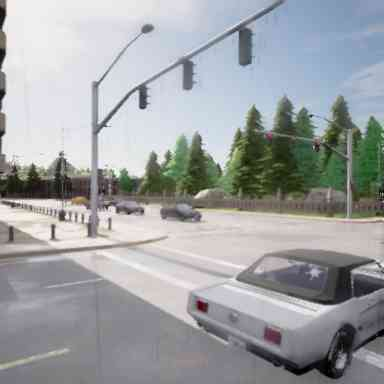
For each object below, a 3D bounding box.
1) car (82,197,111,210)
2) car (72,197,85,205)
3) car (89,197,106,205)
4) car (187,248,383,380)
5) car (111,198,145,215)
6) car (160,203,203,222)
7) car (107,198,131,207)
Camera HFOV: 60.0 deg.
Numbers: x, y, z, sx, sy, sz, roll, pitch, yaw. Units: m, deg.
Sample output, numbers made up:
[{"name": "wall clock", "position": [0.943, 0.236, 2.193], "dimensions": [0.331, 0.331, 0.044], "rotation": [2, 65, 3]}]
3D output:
[{"name": "car", "position": [-12.692, 1.765, 44.525], "dimensions": [1.895, 1.301, 4.718], "rotation": [0, 0, -36]}, {"name": "car", "position": [-21.037, 1.667, 62.369], "dimensions": [1.882, 1.535, 5.008], "rotation": [1, 0, -36]}, {"name": "car", "position": [-18.426, 1.740, 64.722], "dimensions": [1.812, 1.442, 4.674], "rotation": [0, 0, -36]}, {"name": "car", "position": [2.306, 1.636, 5.575], "dimensions": [4.718, 1.301, 1.895], "rotation": [1, 0, -39]}, {"name": "car", "position": [-6.826, 1.690, 36.382], "dimensions": [1.812, 1.442, 4.674], "rotation": [0, 0, -36]}, {"name": "car", "position": [-1.027, 1.691, 28.351], "dimensions": [1.812, 1.442, 4.674], "rotation": [0, 0, -36]}, {"name": "car", "position": [-12.380, 1.762, 56.378], "dimensions": [2.033, 1.411, 5.357], "rotation": [1, 0, -36]}]
